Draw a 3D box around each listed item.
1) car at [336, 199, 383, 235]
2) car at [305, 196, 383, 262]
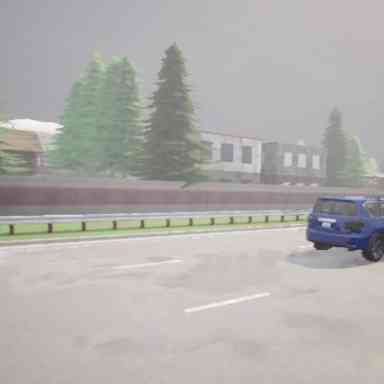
[{"bbox_3d":[10.546,1.316,18.932,4.553,1.767,2.097,1,1,-33],"label":"car"},{"bbox_3d":[6.594,1.189,12.208,5.566,2.045,2.150,1,1,-33],"label":"car"}]
